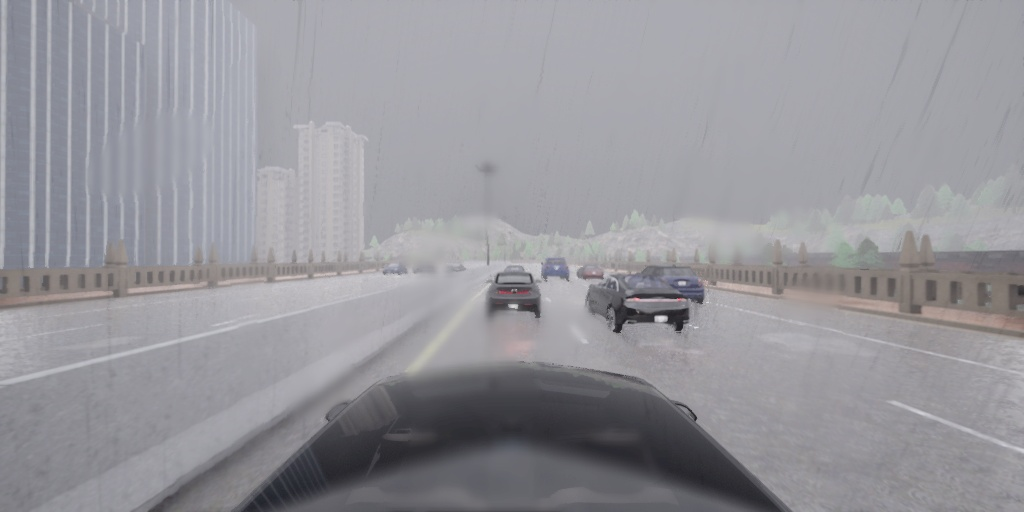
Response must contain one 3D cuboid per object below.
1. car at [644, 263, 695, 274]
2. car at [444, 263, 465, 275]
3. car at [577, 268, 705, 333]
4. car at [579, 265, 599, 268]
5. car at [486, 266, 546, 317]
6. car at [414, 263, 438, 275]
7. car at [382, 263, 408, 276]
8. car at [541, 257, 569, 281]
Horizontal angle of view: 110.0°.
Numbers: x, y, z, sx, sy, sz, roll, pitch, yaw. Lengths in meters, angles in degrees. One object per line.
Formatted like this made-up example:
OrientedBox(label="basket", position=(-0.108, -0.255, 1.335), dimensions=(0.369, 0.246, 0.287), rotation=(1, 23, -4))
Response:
OrientedBox(label="car", position=(7.102, 1.188, 17.065), dimensions=(2.097, 1.767, 4.553), rotation=(0, 0, 0))
OrientedBox(label="car", position=(-6.587, 1.501, 41.902), dimensions=(1.812, 1.442, 4.674), rotation=(0, 0, 2))
OrientedBox(label="car", position=(3.572, 1.294, 10.983), dimensions=(2.128, 1.511, 4.902), rotation=(0, 0, 0))
OrientedBox(label="car", position=(7.394, 1.495, 34.065), dimensions=(1.994, 1.385, 4.181), rotation=(0, 0, 2))
OrientedBox(label="car", position=(0.082, 1.323, 13.591), dimensions=(1.837, 1.490, 4.892), rotation=(0, 0, 0))
OrientedBox(label="car", position=(-10.081, 1.540, 42.135), dimensions=(1.994, 1.385, 4.181), rotation=(0, 0, 2))
OrientedBox(label="car", position=(-13.584, 1.502, 42.092), dimensions=(1.812, 1.442, 4.674), rotation=(0, 0, 2))
OrientedBox(label="car", position=(3.843, 1.144, 32.406), dimensions=(2.150, 2.045, 5.566), rotation=(0, 0, 2))
